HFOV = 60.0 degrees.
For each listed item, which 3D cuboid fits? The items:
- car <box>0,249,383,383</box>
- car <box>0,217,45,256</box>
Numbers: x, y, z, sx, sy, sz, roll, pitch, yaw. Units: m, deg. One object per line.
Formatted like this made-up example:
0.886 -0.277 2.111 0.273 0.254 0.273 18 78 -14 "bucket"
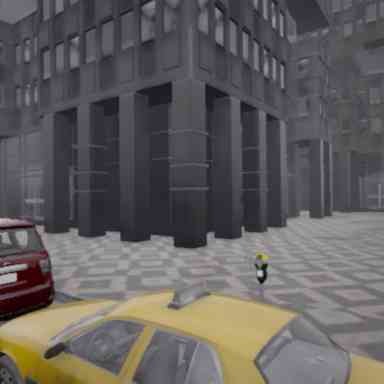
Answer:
-0.235 1.543 3.135 4.829 1.417 1.752 -1 -1 35 "car"
-4.660 1.384 6.290 5.009 1.841 2.192 -1 -1 35 "car"
